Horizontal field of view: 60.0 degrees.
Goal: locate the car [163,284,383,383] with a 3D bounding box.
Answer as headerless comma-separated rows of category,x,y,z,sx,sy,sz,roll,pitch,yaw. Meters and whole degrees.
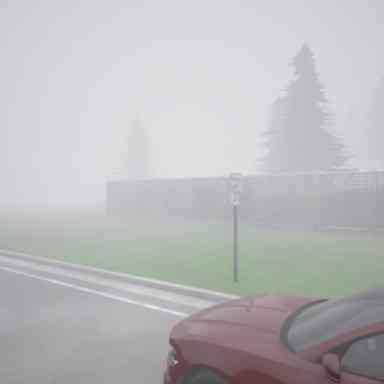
car,2.017,1.476,2.565,5.008,1.535,1.882,0,0,35
